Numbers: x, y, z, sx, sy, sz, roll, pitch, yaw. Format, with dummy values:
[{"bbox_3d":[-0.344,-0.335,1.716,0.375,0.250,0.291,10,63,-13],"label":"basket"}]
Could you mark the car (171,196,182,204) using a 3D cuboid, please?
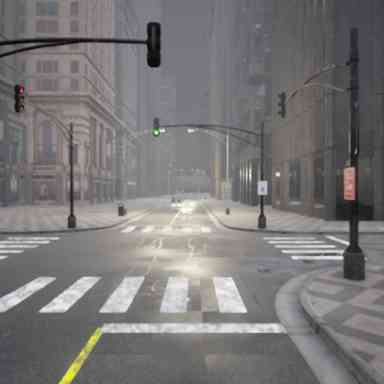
[{"bbox_3d":[-2.833,1.401,60.767,2.128,1.511,4.902,0,0,0],"label":"car"}]
